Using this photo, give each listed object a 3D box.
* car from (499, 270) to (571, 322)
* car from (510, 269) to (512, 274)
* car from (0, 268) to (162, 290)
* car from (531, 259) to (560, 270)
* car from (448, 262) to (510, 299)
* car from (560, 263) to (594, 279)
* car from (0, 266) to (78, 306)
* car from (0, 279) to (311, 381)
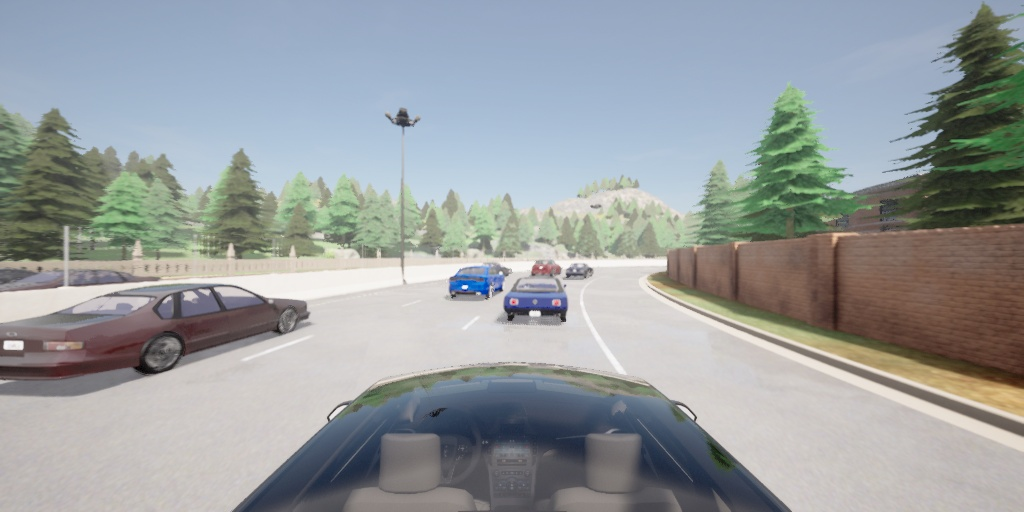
[{"bbox_3d":[0.951,1.349,12.403,1.895,1.301,4.718,0,0,7],"label":"car"},{"bbox_3d":[-1.659,1.273,31.663,2.033,1.411,5.357,0,0,19],"label":"car"},{"bbox_3d":[-16.718,1.213,13.740,2.033,1.411,5.357,0,0,7],"label":"car"},{"bbox_3d":[3.456,1.099,35.147,2.097,1.767,4.553,0,0,21],"label":"car"},{"bbox_3d":[-1.621,1.211,18.120,1.882,1.535,5.008,0,0,10],"label":"car"},{"bbox_3d":[6.301,1.309,33.056,2.033,1.411,5.357,0,0,22],"label":"car"},{"bbox_3d":[-20.256,1.177,13.529,1.812,1.442,4.674,0,0,7],"label":"car"},{"bbox_3d":[-6.606,1.264,7.394,2.033,1.411,5.357,0,0,4],"label":"car"}]
